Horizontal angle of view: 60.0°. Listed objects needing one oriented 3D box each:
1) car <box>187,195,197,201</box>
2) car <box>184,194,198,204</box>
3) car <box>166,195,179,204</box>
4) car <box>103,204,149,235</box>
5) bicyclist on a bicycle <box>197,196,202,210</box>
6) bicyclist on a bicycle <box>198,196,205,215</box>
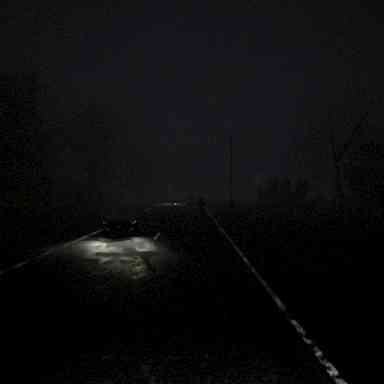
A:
[{"bbox_3d":[-0.011,1.341,74.037,1.994,1.385,4.181,0,0,0],"label":"car"},{"bbox_3d":[0.091,1.387,57.579,2.033,1.411,5.357,0,0,0],"label":"car"},{"bbox_3d":[-3.543,1.354,61.221,1.812,1.442,4.674,0,0,1],"label":"car"},{"bbox_3d":[-3.602,1.429,18.783,1.882,1.535,5.008,0,0,0],"label":"car"},{"bbox_3d":[0.958,1.343,40.431,0.582,1.620,1.656,0,0,0],"label":"bicyclist on a bicycle"},{"bbox_3d":[0.959,1.370,31.279,0.582,1.620,1.656,0,0,0],"label":"bicyclist on a bicycle"}]
